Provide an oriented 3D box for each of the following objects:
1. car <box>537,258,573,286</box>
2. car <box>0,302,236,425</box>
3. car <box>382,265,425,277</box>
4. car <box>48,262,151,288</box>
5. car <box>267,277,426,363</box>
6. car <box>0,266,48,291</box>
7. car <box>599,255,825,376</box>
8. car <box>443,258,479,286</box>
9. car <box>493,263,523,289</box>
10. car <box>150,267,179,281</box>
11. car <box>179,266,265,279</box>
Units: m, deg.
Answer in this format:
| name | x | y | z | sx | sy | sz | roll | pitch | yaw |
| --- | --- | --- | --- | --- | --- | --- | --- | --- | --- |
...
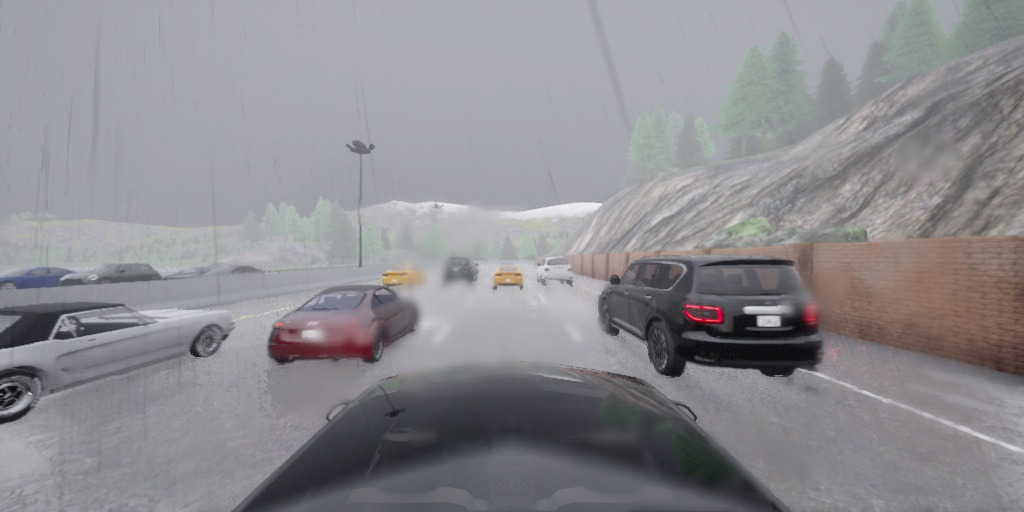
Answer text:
| name | x | y | z | sx | sy | sz | roll | pitch | yaw |
| --- | --- | --- | --- | --- | --- | --- | --- | --- | --- |
| car | 3.197 | 1.142 | 27.157 | 2.150 | 2.045 | 5.566 | 0 | -1 | -1 |
| car | -6.948 | 1.378 | 5.663 | 1.895 | 1.301 | 4.718 | 0 | 0 | -1 |
| car | -7.256 | 1.382 | 24.456 | 1.882 | 1.535 | 5.008 | 0 | 0 | -1 |
| car | -24.923 | 1.244 | 22.464 | 2.097 | 1.767 | 4.553 | 0 | 0 | -1 |
| car | -3.490 | 1.358 | 8.258 | 1.994 | 1.385 | 4.181 | 0 | 0 | -1 |
| car | -28.400 | 1.362 | 21.131 | 1.882 | 1.535 | 5.008 | 0 | -1 | -1 |
| car | 3.526 | 1.011 | 7.653 | 2.150 | 2.045 | 5.566 | 0 | 0 | -1 |
| car | -3.803 | 1.144 | 27.238 | 2.150 | 2.045 | 5.566 | 0 | 0 | -1 |
| car | -0.259 | 1.383 | 24.706 | 1.882 | 1.535 | 5.008 | 0 | 0 | -1 |
| car | -21.458 | 1.470 | 24.485 | 1.994 | 1.385 | 4.181 | 0 | 0 | -1 |
| car | -17.930 | 1.401 | 22.879 | 1.837 | 1.490 | 4.892 | 0 | -1 | -1 |
